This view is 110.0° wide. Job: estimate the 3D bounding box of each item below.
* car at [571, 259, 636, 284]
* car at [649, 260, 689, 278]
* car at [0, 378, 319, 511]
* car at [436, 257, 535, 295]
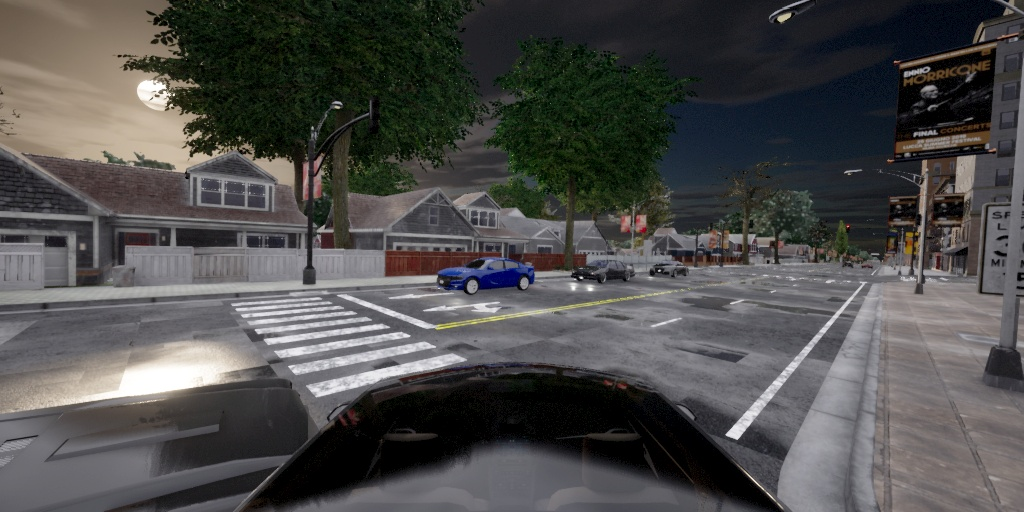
[{"bbox_3d":[6.098,0.938,23.396,5.357,1.411,2.033,0,2,-44],"label":"car"},{"bbox_3d":[13.311,1.019,30.301,4.181,1.385,1.994,0,2,-44],"label":"car"},{"bbox_3d":[-3.313,1.286,1.311,4.718,1.301,1.895,1,2,-34],"label":"car"},{"bbox_3d":[-1.084,0.807,16.492,5.008,1.535,1.882,0,2,-44],"label":"car"}]
